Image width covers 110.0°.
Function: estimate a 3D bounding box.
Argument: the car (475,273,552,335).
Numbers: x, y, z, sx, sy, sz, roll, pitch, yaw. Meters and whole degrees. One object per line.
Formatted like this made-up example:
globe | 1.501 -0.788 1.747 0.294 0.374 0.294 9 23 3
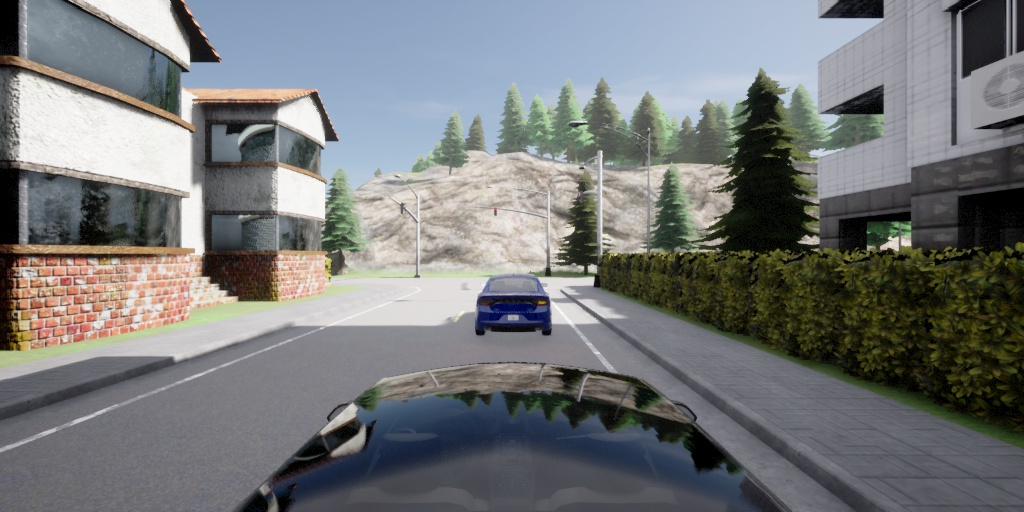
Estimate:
car | 0.050 1.228 10.488 1.882 1.535 5.008 0 0 0
